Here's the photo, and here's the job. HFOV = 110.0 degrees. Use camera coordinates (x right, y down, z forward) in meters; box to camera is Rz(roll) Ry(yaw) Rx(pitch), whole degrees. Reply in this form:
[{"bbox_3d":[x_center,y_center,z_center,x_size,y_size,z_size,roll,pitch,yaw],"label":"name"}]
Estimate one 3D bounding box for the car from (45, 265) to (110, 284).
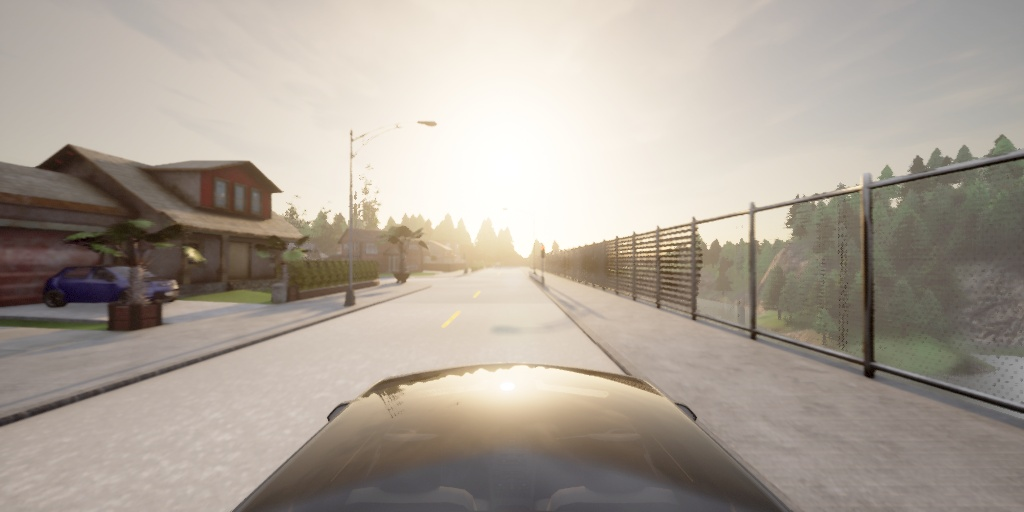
[{"bbox_3d":[-43.038,1.568,35.105,4.553,1.767,2.097,0,-1,0],"label":"car"}]
